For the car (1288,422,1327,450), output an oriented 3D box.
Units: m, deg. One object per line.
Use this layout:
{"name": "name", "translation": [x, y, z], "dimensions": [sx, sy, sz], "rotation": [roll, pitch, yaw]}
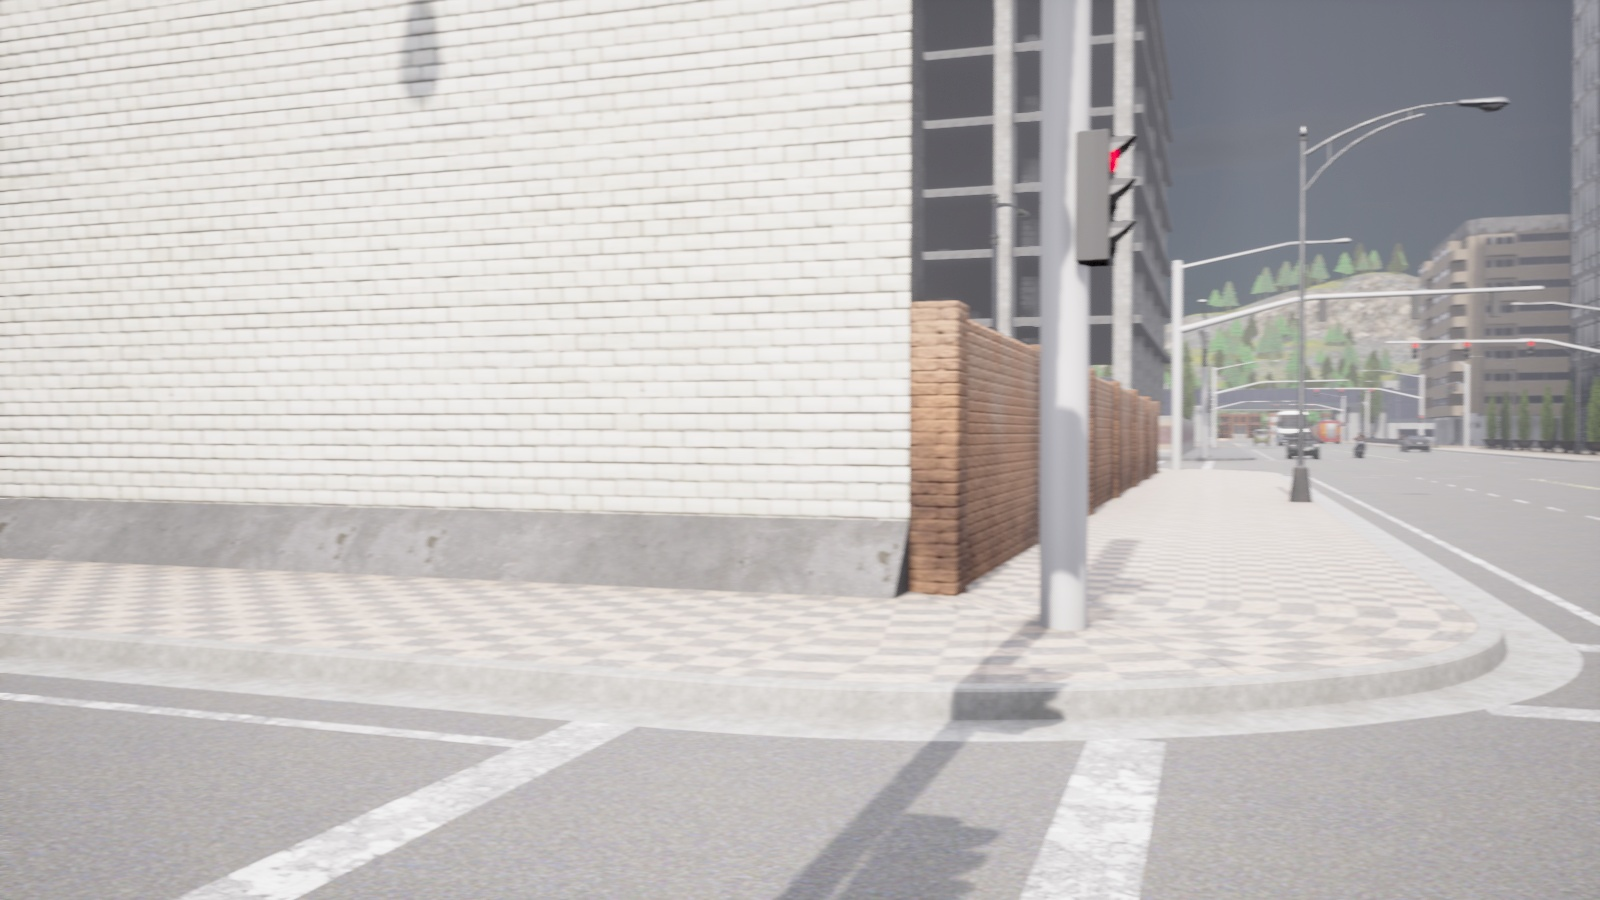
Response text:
{"name": "car", "translation": [29.985, -0.845, 74.261], "dimensions": [1.851, 1.617, 3.988], "rotation": [-1, 1, 19]}
